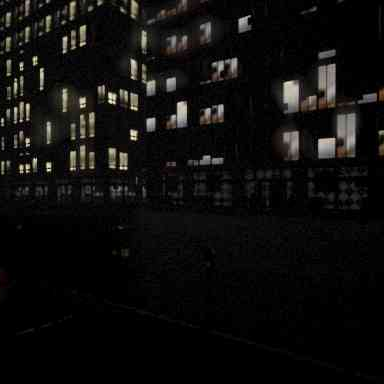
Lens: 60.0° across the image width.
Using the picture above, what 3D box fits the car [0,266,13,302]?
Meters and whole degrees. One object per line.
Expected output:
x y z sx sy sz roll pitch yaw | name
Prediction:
-5.549 1.525 6.846 4.829 1.417 1.752 0 0 36 | car
